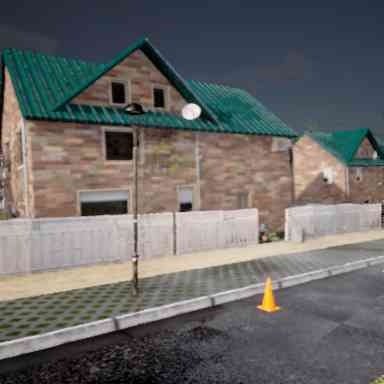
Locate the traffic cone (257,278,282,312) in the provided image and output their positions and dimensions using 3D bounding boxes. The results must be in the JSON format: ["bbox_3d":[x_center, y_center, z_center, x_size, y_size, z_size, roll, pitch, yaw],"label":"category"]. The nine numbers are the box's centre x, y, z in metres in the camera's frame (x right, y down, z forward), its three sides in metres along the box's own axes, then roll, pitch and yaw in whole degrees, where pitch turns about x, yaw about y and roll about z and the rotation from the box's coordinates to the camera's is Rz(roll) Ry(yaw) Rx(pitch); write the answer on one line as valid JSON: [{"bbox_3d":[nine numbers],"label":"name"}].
[{"bbox_3d":[1.488,1.950,6.424,0.340,0.580,0.340,0,0,-35],"label":"traffic cone"}]
